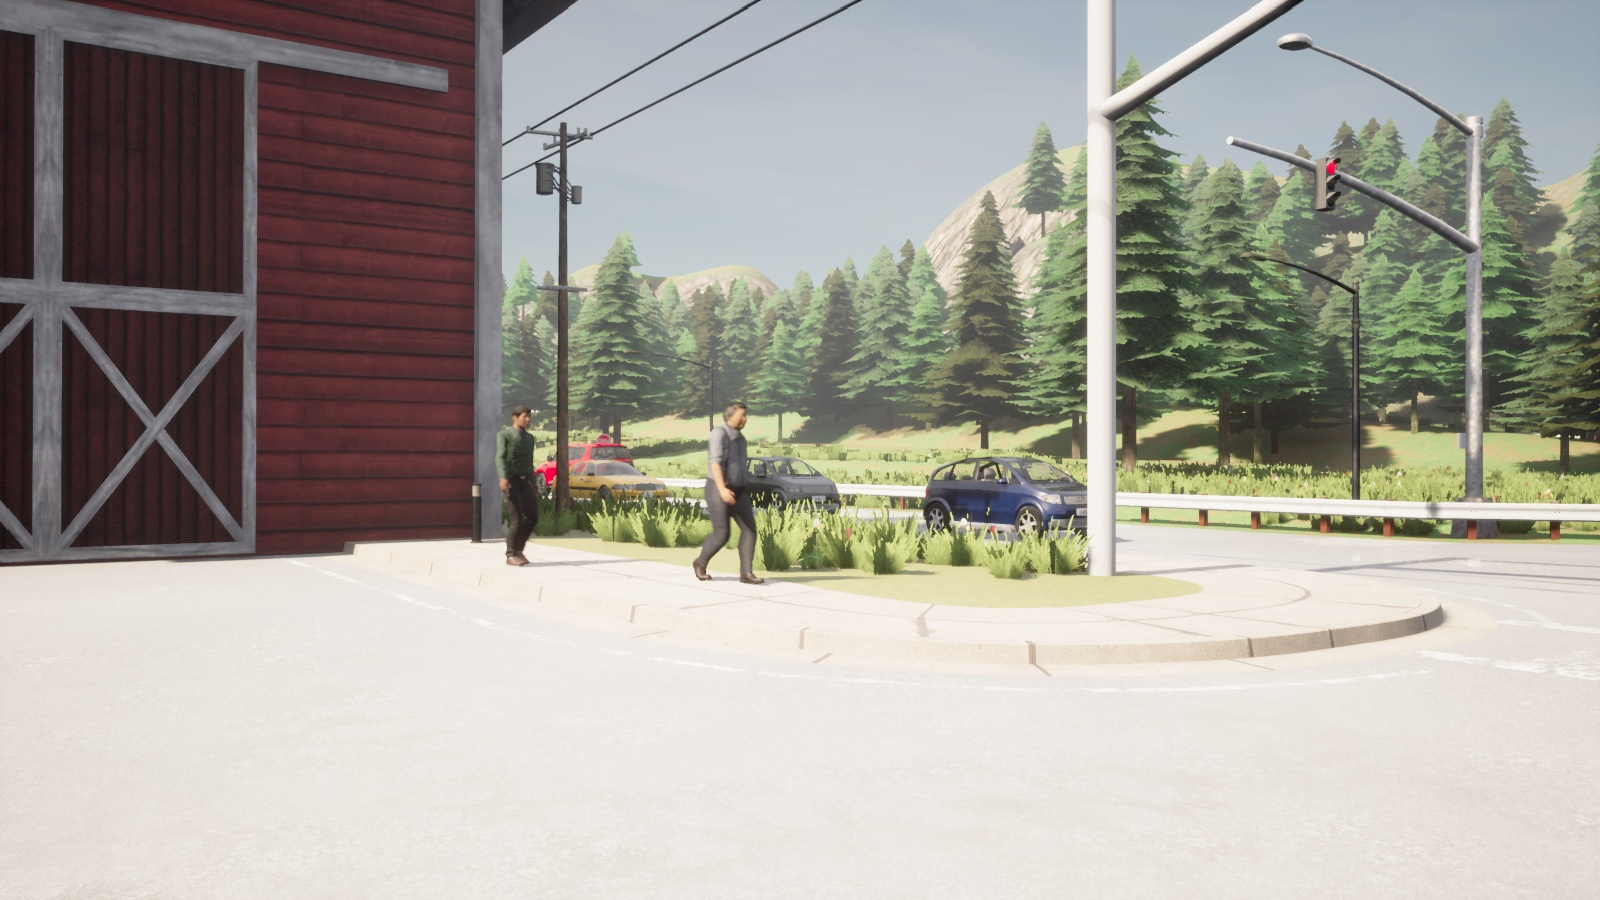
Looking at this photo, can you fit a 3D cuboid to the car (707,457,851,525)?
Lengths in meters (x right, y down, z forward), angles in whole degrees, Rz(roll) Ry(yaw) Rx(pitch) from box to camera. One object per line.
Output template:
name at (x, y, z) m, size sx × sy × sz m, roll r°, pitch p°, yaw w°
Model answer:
car at (-0.572, 0.945, 30.515) m, size 1.789 × 1.549 × 3.705 m, roll 0°, pitch 0°, yaw -34°

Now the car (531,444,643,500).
car at (-8.285, 0.815, 48.326) m, size 2.150 × 2.045 × 5.566 m, roll 0°, pitch 0°, yaw -34°

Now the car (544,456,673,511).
car at (-5.980, 0.969, 38.589) m, size 1.801 × 1.575 × 5.366 m, roll 0°, pitch 0°, yaw -34°

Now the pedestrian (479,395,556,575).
pedestrian at (-3.158, 0.384, 14.024) m, size 0.788 × 1.949 × 0.423 m, roll 0°, pitch 0°, yaw 37°

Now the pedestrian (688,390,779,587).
pedestrian at (-0.649, 0.368, 12.211) m, size 0.694 × 1.848 × 0.540 m, roll 0°, pitch 0°, yaw 39°

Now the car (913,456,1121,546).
car at (4.008, 0.891, 23.679) m, size 1.789 × 1.549 × 3.705 m, roll 0°, pitch 0°, yaw -34°
